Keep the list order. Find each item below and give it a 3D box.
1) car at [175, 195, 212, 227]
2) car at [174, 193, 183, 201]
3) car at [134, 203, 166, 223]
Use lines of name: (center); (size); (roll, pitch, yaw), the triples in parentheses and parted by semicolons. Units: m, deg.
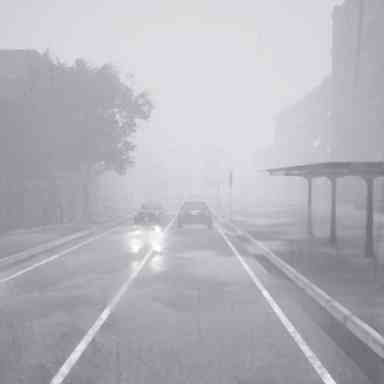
car: (0.183, 1.296, 22.169); (2.097, 1.767, 4.553); (0, 0, 0)
car: (-2.554, 0.945, 65.593); (2.033, 1.411, 5.357); (0, 1, 1)
car: (-3.104, 1.523, 24.926); (1.895, 1.301, 4.718); (0, 0, 1)
